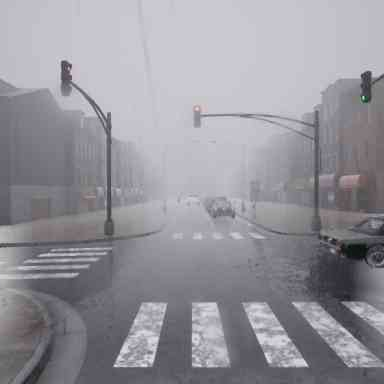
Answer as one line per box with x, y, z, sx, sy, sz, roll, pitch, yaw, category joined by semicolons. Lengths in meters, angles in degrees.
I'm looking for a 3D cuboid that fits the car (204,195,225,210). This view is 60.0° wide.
2.698;1.356;35.053;2.192;1.841;5.009;-1;0;0;car

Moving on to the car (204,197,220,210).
2.721;1.509;45.857;1.967;1.590;4.097;-1;0;0;car

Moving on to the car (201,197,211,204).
2.765;1.668;67.636;1.752;1.417;4.829;-1;0;0;car

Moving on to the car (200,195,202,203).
2.731;1.525;51.260;1.967;1.590;4.097;-1;0;0;car

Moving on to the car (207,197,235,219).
2.688;1.470;29.651;1.967;1.590;4.097;-1;0;0;car

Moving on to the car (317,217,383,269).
6.365;1.393;9.839;4.718;1.301;1.895;-2;0;0;car

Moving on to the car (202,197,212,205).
2.754;1.647;62.234;1.752;1.417;4.829;-1;0;0;car

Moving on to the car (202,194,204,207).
2.709;1.369;40.456;2.192;1.841;5.009;-1;0;0;car

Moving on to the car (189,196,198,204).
0.239;1.654;69.618;1.837;1.490;4.892;0;0;0;car

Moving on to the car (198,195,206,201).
2.817;1.702;94.479;1.967;1.590;4.097;-1;0;0;car

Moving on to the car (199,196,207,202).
2.797;1.792;83.673;1.802;1.307;4.206;-1;0;0;car

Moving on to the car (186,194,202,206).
0.221;1.334;59.447;2.150;2.045;5.566;0;0;-1;car

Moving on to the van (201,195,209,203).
2.773;1.504;72.870;1.690;1.788;3.998;-1;0;0;van
